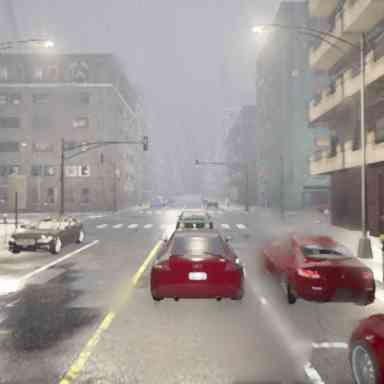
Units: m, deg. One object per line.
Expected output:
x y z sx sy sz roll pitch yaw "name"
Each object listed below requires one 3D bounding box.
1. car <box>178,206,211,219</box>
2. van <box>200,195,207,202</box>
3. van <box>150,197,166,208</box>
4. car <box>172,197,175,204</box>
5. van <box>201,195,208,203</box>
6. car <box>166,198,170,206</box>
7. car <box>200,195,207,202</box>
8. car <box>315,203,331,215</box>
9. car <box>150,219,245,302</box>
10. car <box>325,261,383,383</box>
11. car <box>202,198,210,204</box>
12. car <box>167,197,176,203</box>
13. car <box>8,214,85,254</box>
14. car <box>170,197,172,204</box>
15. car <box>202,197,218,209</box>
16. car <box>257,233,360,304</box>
0.130 1.700 18.754 1.895 1.301 4.718 0 0 0 "car"
3.227 1.809 91.295 1.690 1.788 3.998 1 0 0 "van"
-5.526 1.609 51.699 1.690 1.788 3.998 1 0 0 "van"
-5.284 1.949 74.372 1.947 1.339 4.313 1 0 0 "car"
3.184 1.780 85.625 1.690 1.788 3.998 1 0 0 "van"
-5.412 1.863 57.360 1.947 1.339 4.313 1 0 0 "car"
3.053 1.904 68.614 2.008 1.369 4.403 1 0 0 "car"
15.588 1.698 35.785 4.507 1.381 1.887 0 -1 1 "car"
0.111 1.609 8.446 1.994 1.385 4.181 0 0 0 "car"
2.670 1.595 2.234 1.802 1.307 4.206 1 0 0 "car"
3.095 1.963 74.284 1.802 1.307 4.206 1 0 0 "car"
-5.199 1.985 85.712 1.887 1.381 4.507 1 0 0 "car"
-5.754 1.623 13.653 2.008 1.369 4.403 1 0 0 "car"
-5.367 1.766 63.031 1.967 1.590 4.097 1 0 0 "car"
3.020 1.809 50.026 2.008 1.369 4.403 1 0 0 "car"
2.676 1.624 7.905 1.802 1.307 4.206 1 0 0 "car"
